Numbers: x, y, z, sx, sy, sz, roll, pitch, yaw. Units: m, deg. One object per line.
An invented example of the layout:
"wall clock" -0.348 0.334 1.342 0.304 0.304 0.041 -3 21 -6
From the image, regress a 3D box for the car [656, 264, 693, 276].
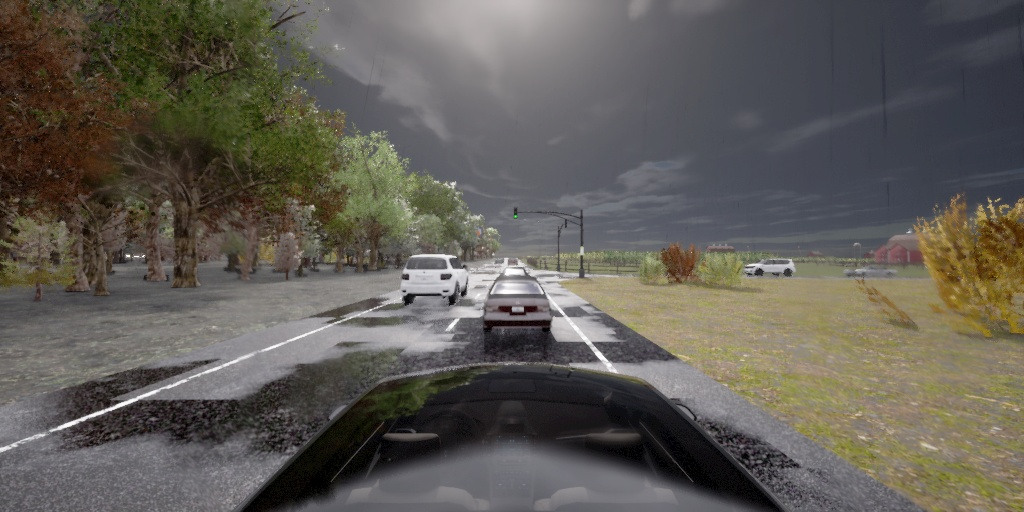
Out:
"car" 18.931 1.577 42.033 4.181 1.385 1.994 1 -1 0

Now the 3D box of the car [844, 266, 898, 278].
"car" 41.748 1.863 41.862 4.718 1.301 1.895 1 -1 1

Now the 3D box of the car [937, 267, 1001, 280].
"car" 48.672 1.826 38.219 5.357 1.411 2.033 1 -1 1

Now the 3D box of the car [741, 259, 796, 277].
"car" 29.953 1.357 41.965 5.566 2.045 2.150 1 -1 0

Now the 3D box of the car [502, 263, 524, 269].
"car" 0.151 1.319 20.869 1.994 1.385 4.181 0 0 0

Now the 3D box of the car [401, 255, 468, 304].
"car" -3.366 0.975 16.463 2.150 2.045 5.566 0 0 0

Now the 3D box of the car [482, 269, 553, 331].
"car" 0.124 1.300 10.965 2.033 1.411 5.357 0 0 0
